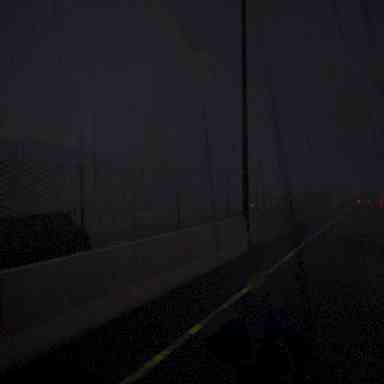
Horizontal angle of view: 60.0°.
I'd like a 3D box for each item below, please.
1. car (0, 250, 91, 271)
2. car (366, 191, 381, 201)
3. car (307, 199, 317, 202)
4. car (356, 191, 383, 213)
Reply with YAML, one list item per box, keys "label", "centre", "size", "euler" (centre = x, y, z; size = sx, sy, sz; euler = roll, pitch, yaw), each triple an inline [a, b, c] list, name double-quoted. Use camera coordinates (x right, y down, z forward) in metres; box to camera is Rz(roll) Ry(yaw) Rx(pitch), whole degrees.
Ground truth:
- label: "car"
  centre: [-4.624, 1.312, 7.886]
  size: [2.097, 1.767, 4.553]
  euler: [0, 1, 29]
- label: "car"
  centre: [26.613, 0.568, 48.725]
  size: [1.812, 1.442, 4.674]
  euler: [0, 1, 29]
- label: "car"
  centre: [16.526, 0.730, 45.271]
  size: [1.882, 1.535, 5.008]
  euler: [0, 1, 29]
- label: "car"
  centre: [15.596, 0.784, 29.139]
  size: [2.097, 1.767, 4.553]
  euler: [0, 1, 29]
